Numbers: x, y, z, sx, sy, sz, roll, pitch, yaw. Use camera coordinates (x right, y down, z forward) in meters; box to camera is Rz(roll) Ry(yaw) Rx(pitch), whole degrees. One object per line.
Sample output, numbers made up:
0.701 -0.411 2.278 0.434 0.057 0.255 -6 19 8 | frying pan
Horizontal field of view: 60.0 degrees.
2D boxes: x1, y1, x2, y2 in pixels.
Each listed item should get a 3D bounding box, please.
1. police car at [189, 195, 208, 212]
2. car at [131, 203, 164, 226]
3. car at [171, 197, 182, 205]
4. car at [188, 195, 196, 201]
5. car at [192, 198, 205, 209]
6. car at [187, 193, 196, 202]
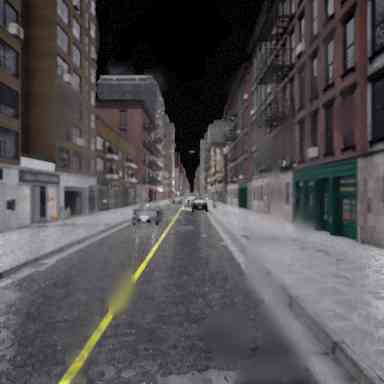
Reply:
0.907 1.517 39.562 1.930 1.638 5.238 0 0 0 | police car
-3.091 1.541 23.899 2.128 1.511 4.902 0 0 0 | car
-2.995 1.722 65.446 1.812 1.442 4.674 0 0 0 | car
0.016 1.603 90.457 2.097 1.767 4.553 0 0 0 | car
0.909 1.652 49.453 1.812 1.442 4.674 0 0 0 | car
0.012 1.295 75.044 2.150 2.045 5.566 0 0 0 | car
